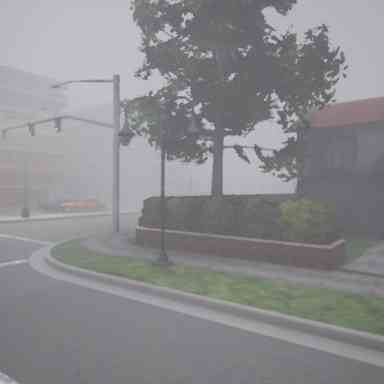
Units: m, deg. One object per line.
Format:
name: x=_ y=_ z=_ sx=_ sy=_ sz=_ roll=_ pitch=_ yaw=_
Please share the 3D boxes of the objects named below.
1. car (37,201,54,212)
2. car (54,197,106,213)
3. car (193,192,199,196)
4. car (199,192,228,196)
car: x=-14.188 y=1.385 z=36.799 sx=2.033 sy=1.411 sz=5.357 roll=0 pitch=0 yaw=36
car: x=-11.350 y=1.333 z=34.748 sx=1.882 sy=1.535 sz=5.008 roll=0 pitch=0 yaw=36
car: x=1.311 y=1.062 z=58.063 sx=2.150 sy=2.045 sz=5.566 roll=0 pitch=0 yaw=36
car: x=4.156 y=1.080 z=56.026 sx=2.150 sy=2.045 sz=5.566 roll=0 pitch=0 yaw=36
